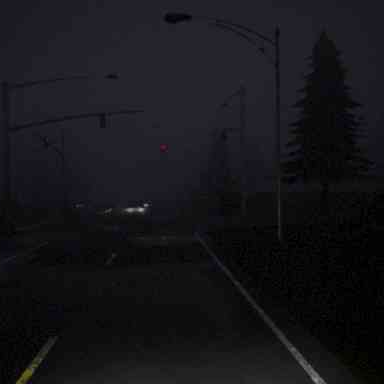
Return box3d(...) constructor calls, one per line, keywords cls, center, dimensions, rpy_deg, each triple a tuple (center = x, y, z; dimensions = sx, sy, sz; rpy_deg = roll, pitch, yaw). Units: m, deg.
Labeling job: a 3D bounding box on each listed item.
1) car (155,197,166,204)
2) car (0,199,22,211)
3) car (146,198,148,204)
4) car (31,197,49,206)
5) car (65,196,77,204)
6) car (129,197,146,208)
box3d(cls="car", center=(-6.093, 1.591, 64.318), dimensions=(1.895, 1.301, 4.718), rpy_deg=(-1, 0, -6))
box3d(cls="car", center=(-21.394, 1.534, 38.521), dimensions=(2.007, 1.523, 4.514), rpy_deg=(-1, 0, -5))
box3d(cls="car", center=(-9.736, 1.628, 65.568), dimensions=(1.895, 1.301, 4.718), rpy_deg=(-1, 0, -5))
box3d(cls="car", center=(-25.975, 1.608, 56.807), dimensions=(1.970, 1.475, 3.806), rpy_deg=(-1, 0, -5))
box3d(cls="car", center=(-23.645, 1.562, 64.457), dimensions=(1.845, 1.501, 3.633), rpy_deg=(-1, 0, -5))
box3d(cls="car", center=(-8.278, 1.633, 49.698), dimensions=(1.895, 1.301, 4.718), rpy_deg=(-1, 0, -5))
